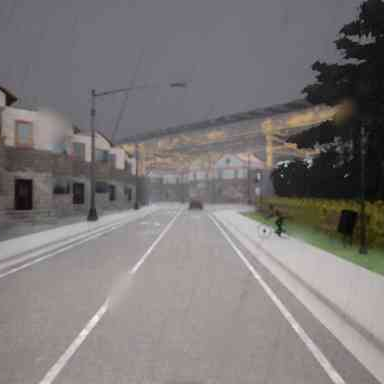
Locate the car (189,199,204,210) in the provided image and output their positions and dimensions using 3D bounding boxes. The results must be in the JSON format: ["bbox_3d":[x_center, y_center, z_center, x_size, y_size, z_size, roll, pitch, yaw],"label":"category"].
[{"bbox_3d":[0.706,1.836,49.288,1.882,1.535,5.008,0,0,7],"label":"car"}]

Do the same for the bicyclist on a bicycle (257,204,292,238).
[{"bbox_3d":[3.966,1.428,16.000,1.656,1.620,0.582,0,0,0],"label":"bicyclist on a bicycle"}]
